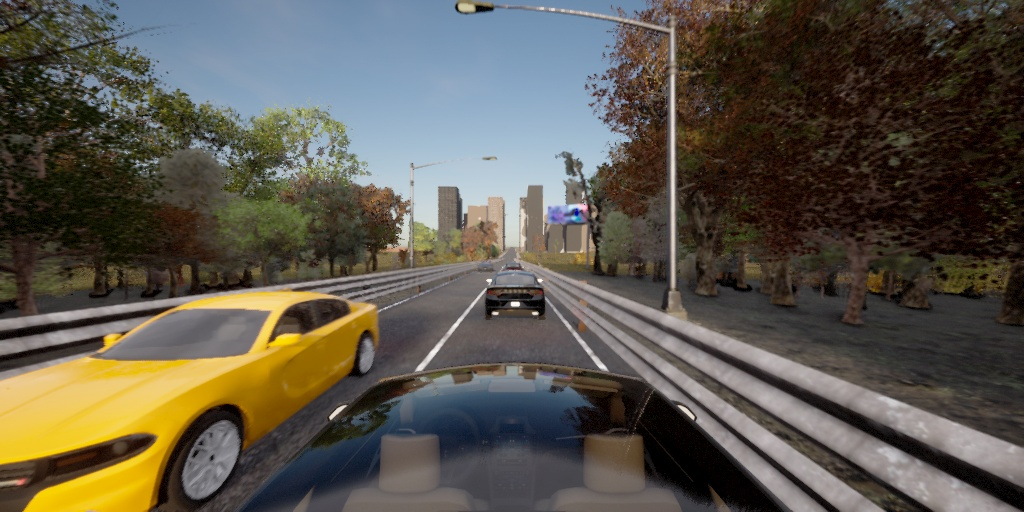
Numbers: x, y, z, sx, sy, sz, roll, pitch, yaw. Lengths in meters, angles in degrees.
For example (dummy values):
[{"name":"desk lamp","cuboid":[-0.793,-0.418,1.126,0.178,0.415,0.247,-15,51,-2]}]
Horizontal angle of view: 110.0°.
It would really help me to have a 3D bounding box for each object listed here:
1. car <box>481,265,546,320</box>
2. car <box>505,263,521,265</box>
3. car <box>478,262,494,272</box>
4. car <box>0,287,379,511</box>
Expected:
[{"name":"car","cuboid":[0.096,1.246,12.813,1.882,1.535,5.008,0,0,0]},{"name":"car","cuboid":[0.090,1.336,32.554,1.837,1.490,4.892,0,0,0]},{"name":"car","cuboid":[-3.356,1.442,47.086,1.994,1.385,4.181,0,0,0]},{"name":"car","cuboid":[-3.350,1.228,4.530,1.882,1.535,5.008,0,0,0]}]
